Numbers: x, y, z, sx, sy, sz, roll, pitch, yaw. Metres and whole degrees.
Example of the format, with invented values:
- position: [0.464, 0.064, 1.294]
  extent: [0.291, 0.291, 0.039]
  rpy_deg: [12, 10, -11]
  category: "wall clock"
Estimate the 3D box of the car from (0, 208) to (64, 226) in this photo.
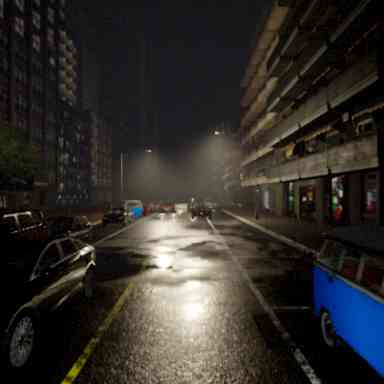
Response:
- position: [-5.694, 1.410, 9.240]
  extent: [2.192, 1.841, 5.009]
  rpy_deg: [0, -1, 0]
  category: "car"

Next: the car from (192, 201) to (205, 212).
- position: [0.894, 2.039, 48.705]
  extent: [1.812, 1.442, 4.674]
  rpy_deg: [0, -1, 0]
  category: "car"

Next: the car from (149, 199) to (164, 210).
- position: [-5.701, 2.006, 53.421]
  extent: [1.967, 1.590, 4.097]
  rpy_deg: [0, -1, 0]
  category: "car"

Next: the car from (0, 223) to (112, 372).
- position: [-3.102, 1.552, 5.813]
  extent: [2.128, 1.511, 4.902]
  rpy_deg: [0, -1, 0]
  category: "car"

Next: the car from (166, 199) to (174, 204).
- position: [-5.705, 2.512, 86.553]
  extent: [1.947, 1.339, 4.313]
  rpy_deg: [0, -1, 0]
  category: "car"

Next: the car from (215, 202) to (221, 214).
- position: [2.682, 1.994, 42.375]
  extent: [2.008, 1.369, 4.403]
  rpy_deg: [0, -1, 0]
  category: "car"

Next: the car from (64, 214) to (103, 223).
- position: [-5.695, 1.703, 14.761]
  extent: [2.008, 1.369, 4.403]
  rpy_deg: [0, -1, 0]
  category: "car"

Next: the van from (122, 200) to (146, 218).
- position: [-5.697, 1.667, 31.330]
  extent: [1.690, 1.788, 3.998]
  rpy_deg: [0, -1, 0]
  category: "van"

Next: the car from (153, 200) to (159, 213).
- position: [-5.699, 2.010, 42.373]
  extent: [1.947, 1.339, 4.313]
  rpy_deg: [0, -1, 0]
  category: "car"

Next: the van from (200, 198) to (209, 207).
- position: [2.678, 2.096, 69.988]
  extent: [1.690, 1.788, 3.998]
  rpy_deg: [0, -1, 0]
  category: "van"

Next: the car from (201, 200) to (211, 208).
- position: [2.679, 2.236, 64.464]
  extent: [1.887, 1.381, 4.507]
  rpy_deg: [0, -1, 0]
  category: "car"

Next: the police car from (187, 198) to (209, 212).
- position: [0.458, 1.872, 42.714]
  extent: [1.930, 1.638, 5.238]
  rpy_deg: [0, -1, -8]
  category: "police car"

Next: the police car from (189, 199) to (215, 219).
- position: [0.896, 1.767, 32.816]
  extent: [1.930, 1.638, 5.238]
  rpy_deg: [0, -1, 0]
  category: "police car"

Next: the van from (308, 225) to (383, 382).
- position: [2.687, 1.380, 3.719]
  extent: [1.690, 1.788, 3.998]
  rpy_deg: [0, -1, 0]
  category: "van"

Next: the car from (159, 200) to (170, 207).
- position: [-5.703, 2.305, 69.986]
  extent: [2.008, 1.369, 4.403]
  rpy_deg: [0, -1, 0]
  category: "car"

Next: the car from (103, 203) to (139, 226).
- position: [-5.696, 1.818, 25.806]
  extent: [2.008, 1.369, 4.403]
  rpy_deg: [0, -1, 0]
  category: "car"

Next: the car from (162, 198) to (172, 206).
- position: [-5.704, 2.258, 75.510]
  extent: [1.967, 1.590, 4.097]
  rpy_deg: [0, -1, 0]
  category: "car"

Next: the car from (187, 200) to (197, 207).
- position: [-0.009, 2.304, 65.439]
  extent: [1.895, 1.301, 4.718]
  rpy_deg: [0, -1, 0]
  category: "car"

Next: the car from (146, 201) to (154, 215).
- position: [-5.698, 1.929, 36.851]
  extent: [1.887, 1.381, 4.507]
  rpy_deg: [0, -1, 0]
  category: "car"

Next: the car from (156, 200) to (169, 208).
- position: [-5.702, 2.242, 64.463]
  extent: [2.008, 1.369, 4.403]
  rpy_deg: [0, -1, 0]
  category: "car"

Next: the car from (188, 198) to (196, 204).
- position: [-0.008, 2.269, 80.547]
  extent: [1.994, 1.385, 4.181]
  rpy_deg: [0, -1, 0]
  category: "car"

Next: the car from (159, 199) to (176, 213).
- position: [-3.095, 1.984, 43.773]
  extent: [1.812, 1.442, 4.674]
  rpy_deg: [0, -1, 0]
  category: "car"
